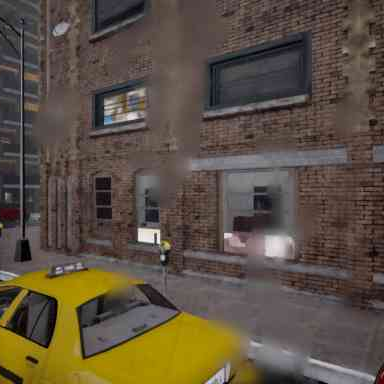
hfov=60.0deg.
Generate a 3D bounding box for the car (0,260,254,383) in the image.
[{"bbox_3d":[-1.681,1.525,4.077,4.829,1.417,1.752,0,0,36],"label":"car"}]

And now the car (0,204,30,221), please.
[{"bbox_3d":[-17.415,1.837,29.982,1.752,1.417,4.829,-1,-2,35],"label":"car"}]

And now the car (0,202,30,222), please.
[{"bbox_3d":[-15.976,1.635,27.497,2.097,1.767,4.553,0,-1,35],"label":"car"}]

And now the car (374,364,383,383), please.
[{"bbox_3d":[3.083,1.315,0.678,5.009,1.841,2.192,0,0,36],"label":"car"}]
